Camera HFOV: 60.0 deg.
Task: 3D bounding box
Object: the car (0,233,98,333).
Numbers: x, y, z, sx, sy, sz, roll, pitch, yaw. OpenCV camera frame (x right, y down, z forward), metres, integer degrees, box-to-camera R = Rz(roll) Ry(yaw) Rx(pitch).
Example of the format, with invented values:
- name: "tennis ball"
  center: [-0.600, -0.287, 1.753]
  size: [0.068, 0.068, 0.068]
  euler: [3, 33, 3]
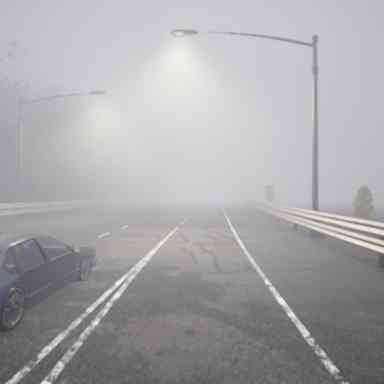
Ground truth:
- name: "car"
  center: [-3.682, 1.561, 6.798]
  size: [2.033, 1.411, 5.357]
  euler: [0, 0, 4]
